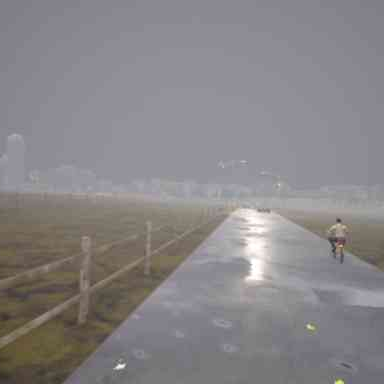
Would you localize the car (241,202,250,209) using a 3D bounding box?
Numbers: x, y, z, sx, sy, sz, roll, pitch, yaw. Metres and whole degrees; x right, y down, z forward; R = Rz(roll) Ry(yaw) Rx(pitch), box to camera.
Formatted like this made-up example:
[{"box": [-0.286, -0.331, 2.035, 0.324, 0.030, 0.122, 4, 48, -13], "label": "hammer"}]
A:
[{"box": [11.369, 2.868, 69.920, 2.033, 1.411, 5.357, 2, -1, 9], "label": "car"}]

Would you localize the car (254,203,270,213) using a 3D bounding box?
[{"box": [11.665, 2.640, 54.348, 1.994, 1.385, 4.181, 2, -1, 10], "label": "car"}]

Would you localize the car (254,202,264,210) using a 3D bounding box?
[{"box": [14.514, 3.020, 72.076, 2.033, 1.411, 5.357, 2, -1, 9], "label": "car"}]

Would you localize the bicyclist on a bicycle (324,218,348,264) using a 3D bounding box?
[{"box": [5.386, 1.760, 12.340, 0.866, 1.612, 1.509, 2, -1, 9], "label": "bicyclist on a bicycle"}]
